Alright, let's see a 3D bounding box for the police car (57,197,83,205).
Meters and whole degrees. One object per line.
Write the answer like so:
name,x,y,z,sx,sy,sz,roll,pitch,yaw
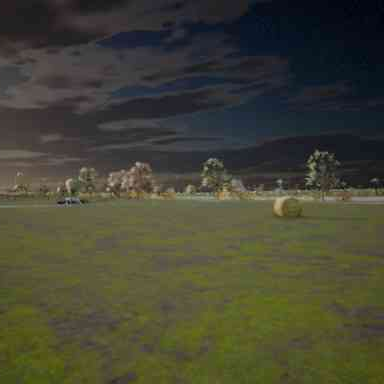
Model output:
police car,-23.561,1.687,64.354,1.930,1.638,5.238,0,-1,35
